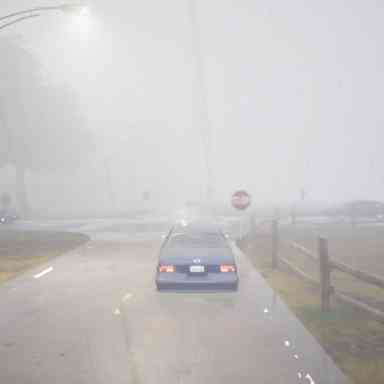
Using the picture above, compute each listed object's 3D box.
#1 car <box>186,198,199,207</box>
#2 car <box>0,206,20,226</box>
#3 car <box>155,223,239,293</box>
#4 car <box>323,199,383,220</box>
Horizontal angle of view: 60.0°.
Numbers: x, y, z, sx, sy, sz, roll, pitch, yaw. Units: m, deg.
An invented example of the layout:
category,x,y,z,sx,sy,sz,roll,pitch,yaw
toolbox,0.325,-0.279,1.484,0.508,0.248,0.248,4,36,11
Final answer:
category,x,y,z,sx,sy,sz,roll,pitch,yaw
car,0.090,1.633,52.274,1.994,1.385,4.181,0,0,0
car,-15.010,1.404,22.965,5.566,2.045,2.150,-1,1,-1
car,0.095,1.549,8.999,2.033,1.411,5.357,0,0,0
car,12.664,1.340,25.699,4.892,1.490,1.837,-1,1,0
